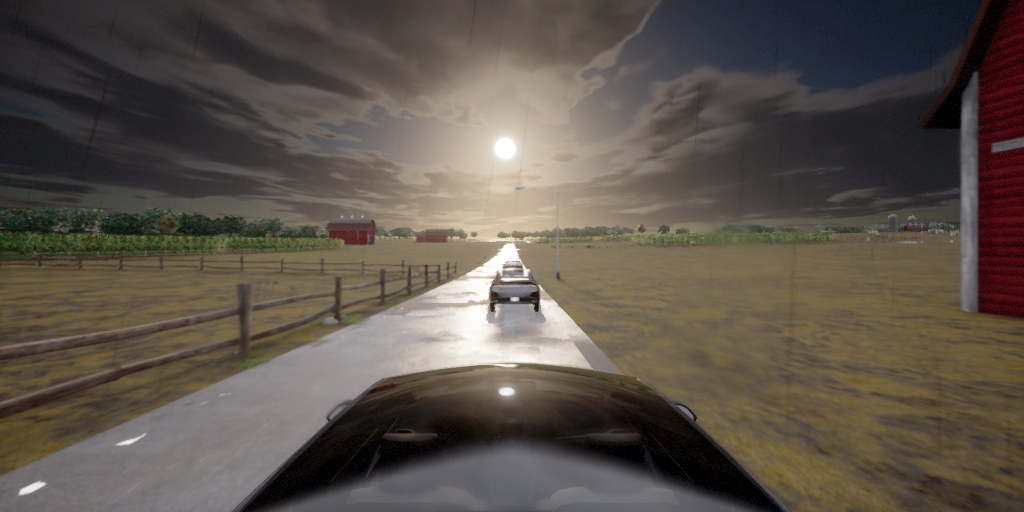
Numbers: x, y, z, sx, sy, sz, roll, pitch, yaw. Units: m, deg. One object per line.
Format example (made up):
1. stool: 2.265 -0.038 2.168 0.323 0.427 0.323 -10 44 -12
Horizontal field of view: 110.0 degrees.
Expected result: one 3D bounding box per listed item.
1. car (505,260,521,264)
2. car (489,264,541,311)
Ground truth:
1. car: 0.087 1.135 32.862 1.882 1.535 5.008 0 1 0
2. car: 0.094 1.234 14.427 2.128 1.511 4.902 0 0 0
